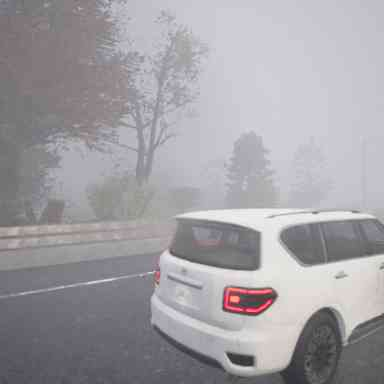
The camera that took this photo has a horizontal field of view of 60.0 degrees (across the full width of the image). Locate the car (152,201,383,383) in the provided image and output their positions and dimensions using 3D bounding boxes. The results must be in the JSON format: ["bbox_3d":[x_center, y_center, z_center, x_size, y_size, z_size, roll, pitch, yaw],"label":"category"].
[{"bbox_3d":[2.013,1.275,5.506,5.566,2.045,2.150,0,-1,-38],"label":"car"}]

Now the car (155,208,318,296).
[{"bbox_3d":[1.439,1.442,9.603,4.553,1.767,2.097,1,-1,-39],"label":"car"}]

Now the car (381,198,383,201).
[{"bbox_3d":[42.300,2.058,72.378,2.128,1.511,4.902,0,-1,8],"label":"car"}]

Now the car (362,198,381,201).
[{"bbox_3d":[38.860,2.033,73.020,1.837,1.490,4.892,0,-1,8],"label":"car"}]
